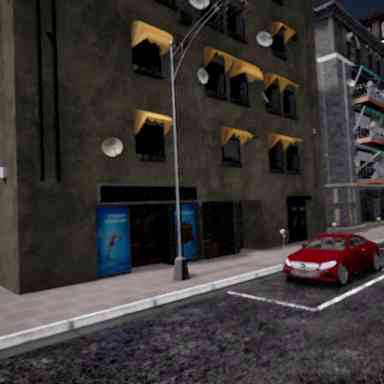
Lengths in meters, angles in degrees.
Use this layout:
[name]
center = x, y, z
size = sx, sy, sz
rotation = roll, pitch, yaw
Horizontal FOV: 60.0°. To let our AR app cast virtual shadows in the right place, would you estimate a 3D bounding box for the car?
[car]
center = 4.594, 1.982, 10.638
size = 4.206, 1.307, 1.802
rotation = 1, -5, -43
